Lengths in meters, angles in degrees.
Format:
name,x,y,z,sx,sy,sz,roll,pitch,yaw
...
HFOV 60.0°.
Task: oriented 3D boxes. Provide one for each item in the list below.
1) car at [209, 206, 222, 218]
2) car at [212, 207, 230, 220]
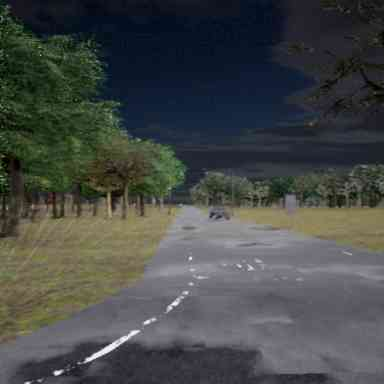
name,x,y,z,sx,sy,sz,roll,pitch,yaw
car,4.168,3.411,56.280,2.150,2.045,5.566,1,-3,-1
car,4.401,3.296,48.273,1.837,1.490,4.892,1,-3,-1
